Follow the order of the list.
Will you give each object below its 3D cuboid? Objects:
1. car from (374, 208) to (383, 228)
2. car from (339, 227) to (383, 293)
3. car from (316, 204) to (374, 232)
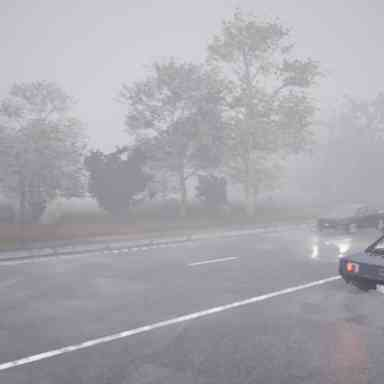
[{"bbox_3d":[11.222,1.469,16.281,5.008,1.535,1.882,0,0,-35],"label":"car"},{"bbox_3d":[5.543,1.597,7.720,4.718,1.301,1.895,0,0,-35],"label":"car"},{"bbox_3d":[9.188,1.470,19.130,5.008,1.535,1.882,0,0,-35],"label":"car"}]
